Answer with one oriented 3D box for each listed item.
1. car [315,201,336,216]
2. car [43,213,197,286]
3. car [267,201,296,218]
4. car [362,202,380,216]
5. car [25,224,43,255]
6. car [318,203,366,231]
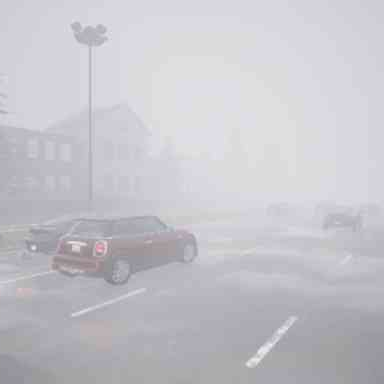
[{"bbox_3d":[14.151,1.660,34.633,2.128,1.511,4.902,0,-1,33],"label":"car"},{"bbox_3d":[-1.716,1.424,10.029,2.097,1.767,4.553,0,0,33],"label":"car"},{"bbox_3d":[8.908,1.684,32.954,1.837,1.490,4.892,0,-1,33],"label":"car"},{"bbox_3d":[18.512,1.720,34.927,1.994,1.385,4.181,0,-1,33],"label":"car"},{"bbox_3d":[-3.923,1.604,13.064,1.837,1.490,4.892,0,0,33],"label":"car"},{"bbox_3d":[9.650,1.628,21.205,1.812,1.442,4.674,0,-1,33],"label":"car"}]
